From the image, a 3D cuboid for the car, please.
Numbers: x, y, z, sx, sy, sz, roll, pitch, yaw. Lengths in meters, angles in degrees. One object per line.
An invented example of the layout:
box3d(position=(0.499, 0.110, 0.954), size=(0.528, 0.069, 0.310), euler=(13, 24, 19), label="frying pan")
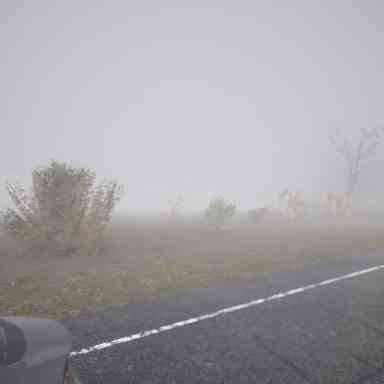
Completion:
box3d(position=(-3.037, 1.532, 1.538), size=(4.892, 1.490, 1.837), euler=(1, -1, -37), label="car")
